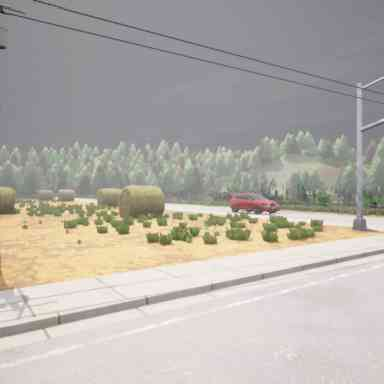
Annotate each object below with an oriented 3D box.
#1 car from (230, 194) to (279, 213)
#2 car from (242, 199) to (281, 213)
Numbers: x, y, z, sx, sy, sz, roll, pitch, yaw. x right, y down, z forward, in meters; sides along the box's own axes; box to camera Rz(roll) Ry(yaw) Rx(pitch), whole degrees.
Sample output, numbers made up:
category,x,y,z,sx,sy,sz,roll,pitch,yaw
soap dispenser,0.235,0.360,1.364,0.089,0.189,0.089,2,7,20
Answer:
category,x,y,z,sx,sy,sz,roll,pitch,yaw
car,6.143,1.185,33.529,2.150,2.045,5.566,0,0,-33
car,7.785,1.528,37.825,1.994,1.385,4.181,0,0,-33
